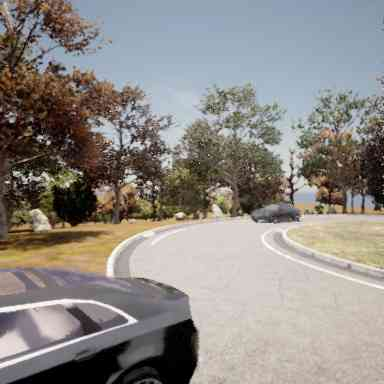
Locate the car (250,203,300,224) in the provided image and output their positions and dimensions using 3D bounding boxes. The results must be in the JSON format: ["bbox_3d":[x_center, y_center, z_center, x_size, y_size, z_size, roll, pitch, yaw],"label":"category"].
[{"bbox_3d":[6.639,1.633,26.159,4.674,1.442,1.812,0,-1,-37],"label":"car"}]

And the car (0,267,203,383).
[{"bbox_3d":[-2.077,1.484,2.534,4.902,1.511,2.128,0,0,-43],"label":"car"}]
